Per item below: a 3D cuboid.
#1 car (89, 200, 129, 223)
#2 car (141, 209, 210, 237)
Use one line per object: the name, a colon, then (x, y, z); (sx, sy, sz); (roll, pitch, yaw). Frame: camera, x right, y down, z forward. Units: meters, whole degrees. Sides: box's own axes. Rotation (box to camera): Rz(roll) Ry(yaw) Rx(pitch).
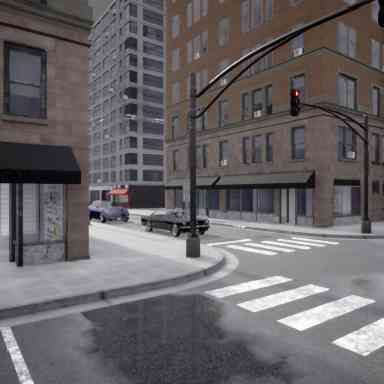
car: (-6.812, 1.460, 26.815); (2.097, 1.767, 4.553); (0, 0, -36)
car: (-1.046, 1.665, 18.813); (1.895, 1.301, 4.718); (0, 0, -35)
